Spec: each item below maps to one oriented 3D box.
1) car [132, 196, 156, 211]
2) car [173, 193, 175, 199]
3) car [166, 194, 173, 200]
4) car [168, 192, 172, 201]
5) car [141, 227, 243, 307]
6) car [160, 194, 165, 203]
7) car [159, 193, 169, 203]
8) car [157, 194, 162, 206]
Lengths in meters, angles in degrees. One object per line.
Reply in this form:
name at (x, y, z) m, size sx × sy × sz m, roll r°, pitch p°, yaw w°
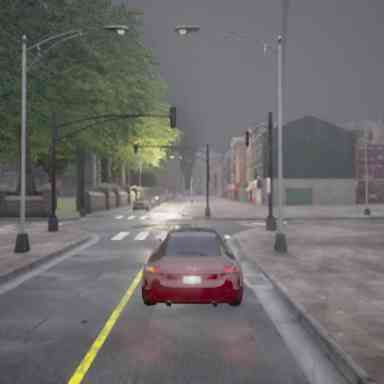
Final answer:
car at (-5.513, 1.369, 37.012) m, size 2.008 × 1.369 × 4.403 m, roll 1°, pitch 0°, yaw 0°
car at (-5.852, 1.139, 82.298) m, size 1.967 × 1.590 × 4.097 m, roll 1°, pitch 0°, yaw 0°
car at (-5.896, 1.222, 87.579) m, size 1.752 × 1.417 × 4.829 m, roll 1°, pitch 0°, yaw 0°
car at (-5.716, 1.037, 65.947) m, size 2.192 × 1.841 × 5.009 m, roll 1°, pitch 0°, yaw 0°
car at (0.020, 1.521, 7.931) m, size 1.994 × 1.385 × 4.181 m, roll 0°, pitch 0°, yaw 1°
car at (-5.588, 1.334, 49.598) m, size 1.947 × 1.339 × 4.313 m, roll 1°, pitch 0°, yaw 0°
car at (-5.677, 1.317, 60.498) m, size 1.802 × 1.307 × 4.206 m, roll 1°, pitch 0°, yaw 0°
car at (-5.544, 1.340, 44.148) m, size 2.008 × 1.369 × 4.403 m, roll 1°, pitch 0°, yaw 0°
